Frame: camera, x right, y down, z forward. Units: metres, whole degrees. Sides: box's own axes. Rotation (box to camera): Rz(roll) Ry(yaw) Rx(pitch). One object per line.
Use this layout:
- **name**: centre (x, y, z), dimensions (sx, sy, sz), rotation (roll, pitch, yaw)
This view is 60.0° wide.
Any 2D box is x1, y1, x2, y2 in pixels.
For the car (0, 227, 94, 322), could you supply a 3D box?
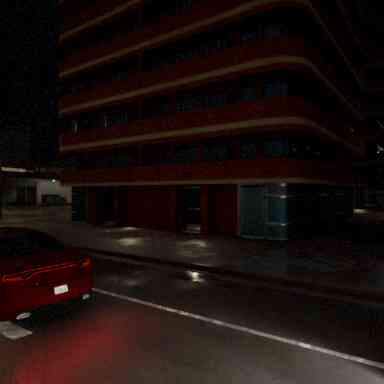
- **car**: centre (-4.207, 1.478, 6.996), dimensions (5.008, 1.535, 1.882), rotation (0, 0, 35)
